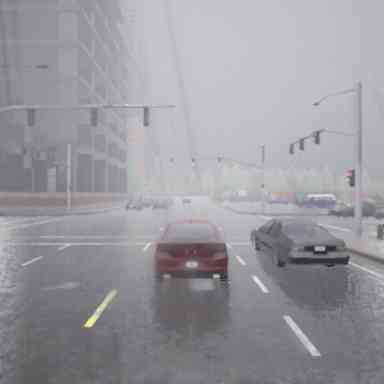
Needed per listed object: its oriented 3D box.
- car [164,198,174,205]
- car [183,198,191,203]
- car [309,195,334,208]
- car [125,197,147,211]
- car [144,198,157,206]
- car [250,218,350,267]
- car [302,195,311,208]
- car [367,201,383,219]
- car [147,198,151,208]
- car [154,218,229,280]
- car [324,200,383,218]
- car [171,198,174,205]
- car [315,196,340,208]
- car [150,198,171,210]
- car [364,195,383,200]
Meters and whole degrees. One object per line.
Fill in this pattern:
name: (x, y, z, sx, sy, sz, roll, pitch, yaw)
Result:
car: (-4.656, 1.919, 68.420, 1.837, 1.490, 4.892, 0, 0, -1)
car: (-1.288, 2.075, 78.812, 1.895, 1.301, 4.718, 0, 0, -1)
car: (24.252, 1.790, 61.257, 3.905, 1.438, 1.784, 0, 0, 0)
car: (-7.960, 1.772, 46.044, 2.128, 1.511, 4.902, 0, 0, -1)
car: (-8.128, 1.961, 65.218, 1.994, 1.385, 4.181, 0, 0, -1)
car: (3.436, 1.619, 11.647, 2.033, 1.411, 5.357, 0, 0, -2)
car: (24.186, 1.596, 63.941, 4.605, 1.855, 1.932, 0, 0, 0)
car: (18.466, 1.759, 29.355, 4.674, 1.442, 1.812, 0, 0, -1)
car: (-8.066, 1.689, 55.257, 2.097, 1.767, 4.553, 0, 0, -1)
car: (-0.032, 1.540, 10.167, 1.882, 1.535, 5.008, 0, 0, -1)
car: (16.369, 1.802, 32.856, 5.357, 1.411, 2.033, 0, 0, -1)
car: (-4.593, 1.902, 58.300, 2.033, 1.411, 5.357, 0, 0, 0)
car: (24.268, 1.804, 58.362, 3.806, 1.475, 1.970, 0, 0, 0)
car: (-4.485, 1.772, 48.343, 1.882, 1.535, 5.008, 0, 0, -1)
car: (39.215, 1.630, 69.579, 4.605, 1.855, 1.932, 0, 0, 0)
